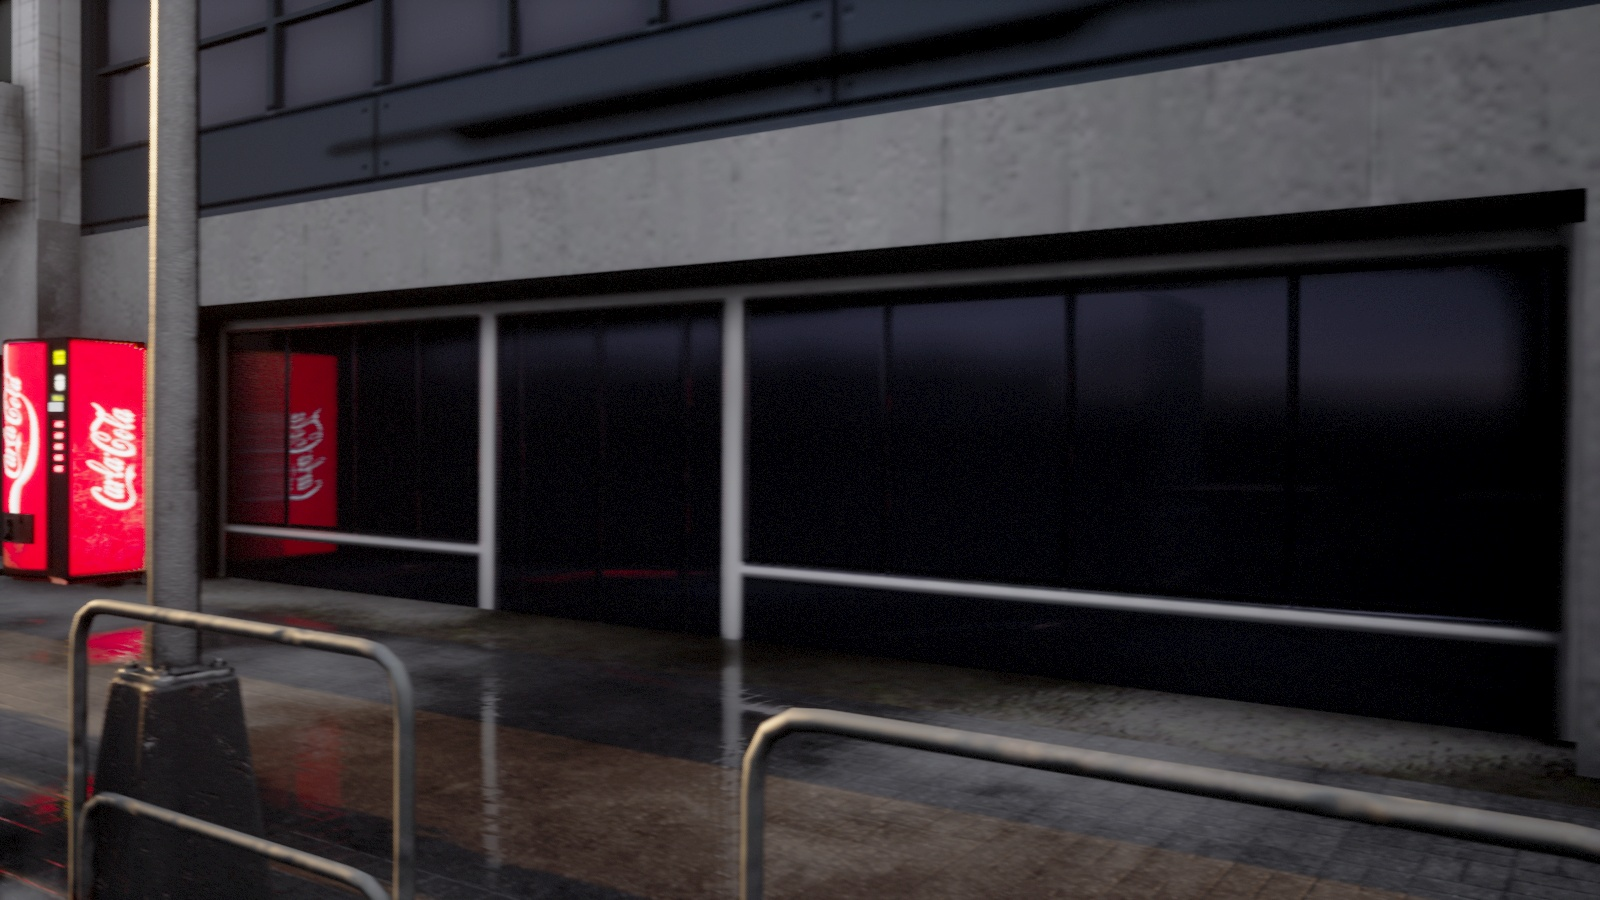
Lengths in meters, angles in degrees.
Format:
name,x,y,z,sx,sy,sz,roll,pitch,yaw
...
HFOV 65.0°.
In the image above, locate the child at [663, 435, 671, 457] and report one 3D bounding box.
name,x,y,z,sx,sy,sz,roll,pitch,yaw
child,-7.910,-0.233,74.723,0.270,1.263,0.437,0,1,32
